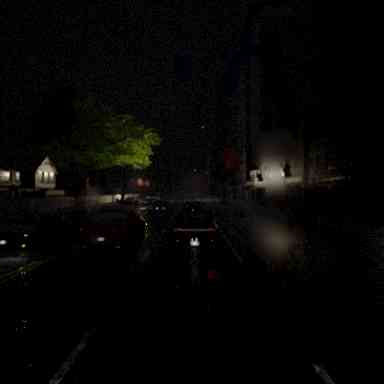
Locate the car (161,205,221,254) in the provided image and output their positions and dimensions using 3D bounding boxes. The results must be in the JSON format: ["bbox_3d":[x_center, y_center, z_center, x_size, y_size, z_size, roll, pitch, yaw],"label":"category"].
[{"bbox_3d":[0.094,1.493,13.539,2.128,1.511,4.902,0,0,0],"label":"car"}]

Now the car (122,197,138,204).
[{"bbox_3d":[-9.841,1.518,53.176,2.033,1.411,5.357,0,0,0],"label":"car"}]

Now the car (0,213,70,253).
[{"bbox_3d":[-6.605,1.566,13.606,1.994,1.385,4.181,0,0,0],"label":"car"}]

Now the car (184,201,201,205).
[{"bbox_3d":[0.088,1.592,36.392,1.895,1.301,4.718,0,0,0],"label":"car"}]

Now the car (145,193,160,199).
[{"bbox_3d":[-6.574,1.187,55.924,2.150,2.045,5.566,0,0,0],"label":"car"}]

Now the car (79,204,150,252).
[{"bbox_3d":[-3.156,1.479,13.970,1.882,1.535,5.008,0,0,0],"label":"car"}]

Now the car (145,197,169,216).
[{"bbox_3d":[-3.162,1.542,32.571,2.033,1.411,5.357,0,0,0],"label":"car"}]
